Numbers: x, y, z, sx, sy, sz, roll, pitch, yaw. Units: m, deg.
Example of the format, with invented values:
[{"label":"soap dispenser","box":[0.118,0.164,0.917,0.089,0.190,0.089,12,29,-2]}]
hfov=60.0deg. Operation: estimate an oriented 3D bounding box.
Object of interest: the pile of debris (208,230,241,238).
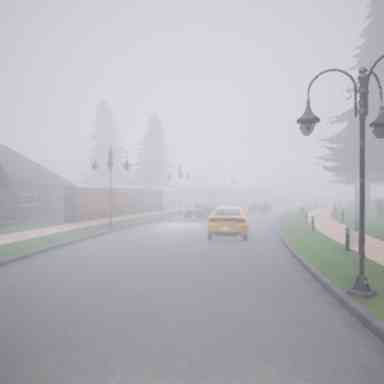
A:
[{"label":"pile of debris","box":[1.733,2.166,17.341,1.500,0.140,1.860,0,0,11]}]

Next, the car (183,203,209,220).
[{"label":"car","box":[0.765,1.579,27.813,1.895,1.301,4.718,0,0,17]}]

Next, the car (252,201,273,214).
[{"label":"car","box":[7.399,1.595,35.445,1.895,1.301,4.718,0,0,22]}]

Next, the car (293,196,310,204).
[{"label":"car","box":[21.363,1.548,64.765,1.994,1.385,4.181,0,0,39]}]

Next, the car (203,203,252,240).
[{"label":"car","box":[1.976,1.469,17.269,1.882,1.535,5.008,0,0,11]}]
